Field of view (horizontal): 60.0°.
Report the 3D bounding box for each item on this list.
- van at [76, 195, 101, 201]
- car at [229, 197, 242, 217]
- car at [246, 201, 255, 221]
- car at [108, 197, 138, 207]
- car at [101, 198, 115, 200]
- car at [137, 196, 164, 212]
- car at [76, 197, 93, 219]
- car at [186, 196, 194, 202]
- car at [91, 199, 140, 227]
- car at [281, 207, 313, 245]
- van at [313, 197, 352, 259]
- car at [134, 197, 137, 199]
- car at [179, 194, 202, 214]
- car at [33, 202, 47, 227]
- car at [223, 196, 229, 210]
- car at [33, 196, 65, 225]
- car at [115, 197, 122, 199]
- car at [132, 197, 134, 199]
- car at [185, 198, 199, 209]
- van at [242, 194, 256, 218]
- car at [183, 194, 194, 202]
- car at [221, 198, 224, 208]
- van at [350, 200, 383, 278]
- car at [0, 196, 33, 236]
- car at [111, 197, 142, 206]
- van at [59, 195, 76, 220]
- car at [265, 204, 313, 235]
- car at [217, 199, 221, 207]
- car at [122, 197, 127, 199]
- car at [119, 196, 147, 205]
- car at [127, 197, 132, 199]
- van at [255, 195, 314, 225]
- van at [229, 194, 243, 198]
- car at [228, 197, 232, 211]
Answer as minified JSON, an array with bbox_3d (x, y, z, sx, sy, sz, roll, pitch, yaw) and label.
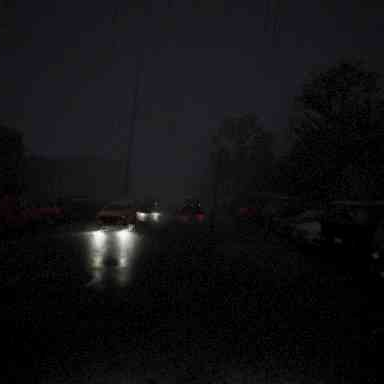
[{"bbox_3d":[-11.297,1.285,31.596,4.442,1.987,1.878,-1,0,-20],"label":"van"},{"bbox_3d":[6.237,1.500,28.499,5.366,1.575,1.946,1,0,-20],"label":"car"},{"bbox_3d":[6.404,1.532,22.679,4.674,1.452,2.002,1,0,-20],"label":"car"},{"bbox_3d":[-11.393,1.650,55.022,4.674,1.452,2.002,-1,-1,-20],"label":"car"},{"bbox_3d":[-11.431,1.409,37.412,4.553,1.767,2.185,-1,0,-20],"label":"car"},{"bbox_3d":[-4.981,1.334,40.225,2.097,1.767,4.553,0,0,0],"label":"car"},{"bbox_3d":[-11.396,1.503,28.617,5.008,1.535,2.097,-1,0,-20],"label":"car"},{"bbox_3d":[-0.615,1.850,87.553,2.097,1.535,5.008,0,-1,-1],"label":"car"},{"bbox_3d":[-5.084,1.483,22.825,1.882,1.535,5.008,0,0,0],"label":"car"},{"bbox_3d":[6.409,1.522,13.840,4.674,1.452,2.002,1,0,-20],"label":"car"},{"bbox_3d":[6.514,1.258,10.944,4.442,1.987,1.878,1,0,-20],"label":"van"},{"bbox_3d":[-11.564,1.596,52.019,5.366,1.575,1.946,-1,0,-20],"label":"car"},{"bbox_3d":[0.018,1.396,36.019,2.097,1.767,4.553,0,0,0],"label":"car"},{"bbox_3d":[-11.409,1.525,19.819,4.674,1.452,2.002,-1,0,-20],"label":"car"},{"bbox_3d":[6.442,1.566,37.408,4.792,1.488,2.163,1,0,-20],"label":"car"},{"bbox_3d":[-11.377,1.363,22.758,4.553,1.767,2.185,-1,0,-20],"label":"car"},{"bbox_3d":[-11.404,1.547,40.351,4.892,1.521,2.231,-1,-1,-20],"label":"car"},{"bbox_3d":[-11.396,1.624,49.154,4.674,1.452,2.002,-1,-1,-20],"label":"car"},{"bbox_3d":[0.040,1.659,47.940,1.994,1.385,4.181,0,0,1],"label":"car"},{"bbox_3d":[6.521,1.275,25.663,4.442,1.987,1.878,1,0,-20],"label":"van"},{"bbox_3d":[-0.973,1.695,93.540,2.435,2.045,5.566,0,-1,-7],"label":"car"},{"bbox_3d":[6.390,1.422,40.332,4.553,1.767,2.185,1,-1,-20],"label":"car"},{"bbox_3d":[6.295,1.255,7.911,4.442,1.987,1.878,1,0,-20],"label":"van"},{"bbox_3d":[-11.437,1.231,16.871,5.566,2.045,2.435,-1,0,-20],"label":"car"},{"bbox_3d":[-11.397,1.624,57.956,4.892,1.521,2.231,-1,-1,-20],"label":"car"},{"bbox_3d":[-11.515,1.272,25.640,4.442,1.987,1.878,-1,0,-20],"label":"van"},{"bbox_3d":[6.408,1.525,16.785,4.674,1.452,2.002,1,0,-20],"label":"car"},{"bbox_3d":[6.445,1.604,46.243,4.792,1.488,2.163,1,-1,-20],"label":"car"},{"bbox_3d":[-11.369,1.588,43.298,4.792,1.488,2.163,-1,-1,-20],"label":"car"},{"bbox_3d":[-11.384,1.650,63.819,4.892,1.521,2.231,-1,0,-20],"label":"car"},{"bbox_3d":[-11.405,1.573,46.224,4.892,1.521,2.231,-1,-1,-20],"label":"car"},{"bbox_3d":[6.303,1.261,19.687,4.442,1.987,1.878,1,0,-20],"label":"van"},{"bbox_3d":[6.522,1.301,34.499,4.442,1.987,1.878,1,0,-20],"label":"van"},{"bbox_3d":[6.405,1.515,31.509,4.892,1.521,2.231,1,0,-20],"label":"car"}]
